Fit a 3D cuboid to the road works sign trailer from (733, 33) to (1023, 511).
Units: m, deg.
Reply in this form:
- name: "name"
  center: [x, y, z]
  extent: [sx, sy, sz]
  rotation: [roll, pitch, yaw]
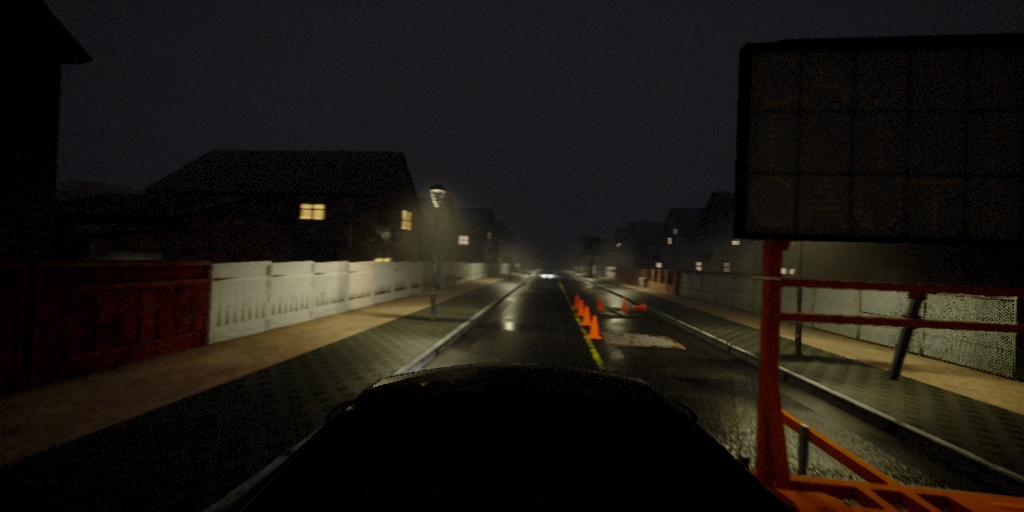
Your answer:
- name: "road works sign trailer"
  center: [2.641, 0.326, 2.517]
  extent: [2.380, 3.560, 2.880]
  rotation: [0, 0, 6]

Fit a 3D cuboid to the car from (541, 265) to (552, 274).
- name: "car"
  center: [5.952, 2.324, 61.125]
  extent: [2.128, 1.511, 4.902]
  rotation: [2, -1, 6]

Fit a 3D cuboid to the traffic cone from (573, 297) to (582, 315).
- name: "traffic cone"
  center: [2.602, 1.938, 13.551]
  extent: [0.340, 0.580, 0.340]
  rotation: [0, 0, 6]

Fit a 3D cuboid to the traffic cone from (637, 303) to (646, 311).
- name: "traffic cone"
  center: [5.644, 1.907, 15.249]
  extent: [0.340, 0.580, 0.340]
  rotation: [0, 0, 8]

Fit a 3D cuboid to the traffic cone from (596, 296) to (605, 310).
- name: "traffic cone"
  center: [3.801, 2.008, 15.437]
  extent: [0.340, 0.580, 0.340]
  rotation: [0, 0, 6]

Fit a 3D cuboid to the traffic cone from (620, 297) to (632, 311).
- name: "traffic cone"
  center: [4.795, 2.046, 15.334]
  extent: [0.340, 0.580, 0.340]
  rotation: [0, 0, 6]

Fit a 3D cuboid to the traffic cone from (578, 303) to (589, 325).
- name: "traffic cone"
  center: [2.396, 1.907, 11.562]
  extent: [0.340, 0.580, 0.340]
  rotation: [0, 0, 6]

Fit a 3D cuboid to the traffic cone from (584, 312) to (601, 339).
- name: "traffic cone"
  center: [2.191, 1.876, 9.573]
  extent: [0.340, 0.580, 0.340]
  rotation: [0, 0, 6]

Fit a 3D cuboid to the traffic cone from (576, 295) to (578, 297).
- name: "traffic cone"
  center: [2.807, 1.970, 15.540]
  extent: [0.340, 0.580, 0.340]
  rotation: [0, 0, 6]
